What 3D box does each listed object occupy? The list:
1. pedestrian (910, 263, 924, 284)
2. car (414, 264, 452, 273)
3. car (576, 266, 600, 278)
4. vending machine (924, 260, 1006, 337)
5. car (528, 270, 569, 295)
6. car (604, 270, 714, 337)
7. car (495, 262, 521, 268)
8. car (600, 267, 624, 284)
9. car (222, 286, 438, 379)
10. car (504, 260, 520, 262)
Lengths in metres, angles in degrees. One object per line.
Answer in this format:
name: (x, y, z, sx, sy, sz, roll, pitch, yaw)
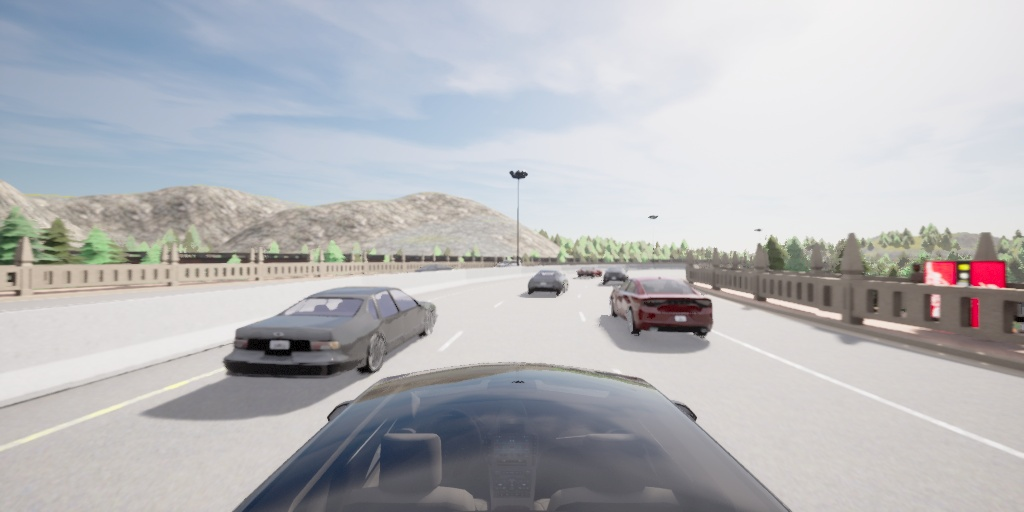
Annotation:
pedestrian: (11.495, 1.055, 10.139, 0.375, 1.860, 0.375, 0, -1, 6)
car: (-7.921, 1.537, 36.115, 1.882, 1.535, 5.008, 0, -1, 20)
car: (8.874, 1.821, 40.473, 1.895, 1.301, 4.718, 0, -1, 28)
vending machine: (11.769, 1.102, 9.352, 1.100, 2.100, 0.880, 0, 0, 6)
car: (2.282, 1.544, 21.757, 1.994, 1.385, 4.181, 0, -1, 16)
car: (4.246, 1.352, 10.925, 1.882, 1.535, 5.008, 0, -1, 6)
car: (-0.431, 1.750, 45.073, 2.033, 1.411, 5.357, 0, -1, 26)
car: (8.850, 1.636, 30.599, 1.812, 1.442, 4.674, 0, -1, 20)
car: (-3.128, 1.339, 7.604, 2.033, 1.411, 5.357, 0, -1, 4)
car: (-0.526, 1.668, 59.283, 2.150, 2.045, 5.566, 0, -1, 33)
